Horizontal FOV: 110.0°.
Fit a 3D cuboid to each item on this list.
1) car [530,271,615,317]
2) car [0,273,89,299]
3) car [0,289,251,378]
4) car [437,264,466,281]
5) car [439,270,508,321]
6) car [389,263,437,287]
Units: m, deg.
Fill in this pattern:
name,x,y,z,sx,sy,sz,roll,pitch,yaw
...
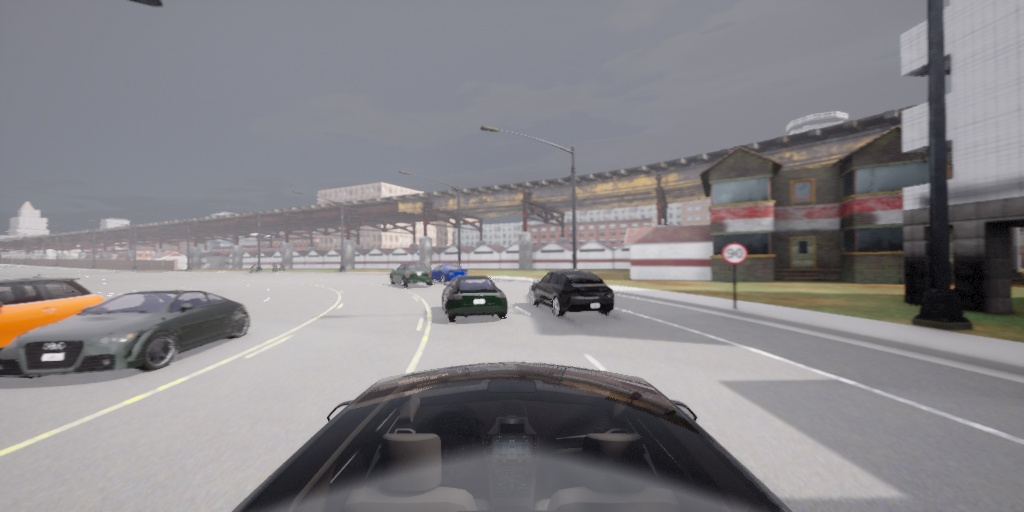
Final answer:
name,x,y,z,sx,sy,sz,roll,pitch,yaw
car,2.031,1.279,13.375,1.837,1.490,4.892,0,0,-13
car,-11.143,1.274,7.250,2.097,1.767,4.553,-1,0,-10
car,-7.666,1.442,7.711,1.994,1.385,4.181,-1,0,-9
car,-5.457,1.421,29.788,1.882,1.535,5.008,0,-1,-35
car,-1.453,1.381,12.963,1.994,1.385,4.181,-1,0,-13
car,-7.649,1.311,26.837,2.097,1.767,4.553,-1,0,-33
